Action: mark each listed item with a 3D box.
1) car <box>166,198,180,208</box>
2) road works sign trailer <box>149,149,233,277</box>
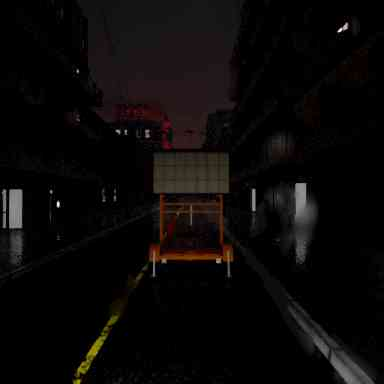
[{"bbox_3d":[-2.858,1.661,50.459,1.882,1.535,5.008,0,0,0],"label":"car"},{"bbox_3d":[-0.022,0.477,10.257,2.380,3.560,2.880,0,0,0],"label":"road works sign trailer"}]
